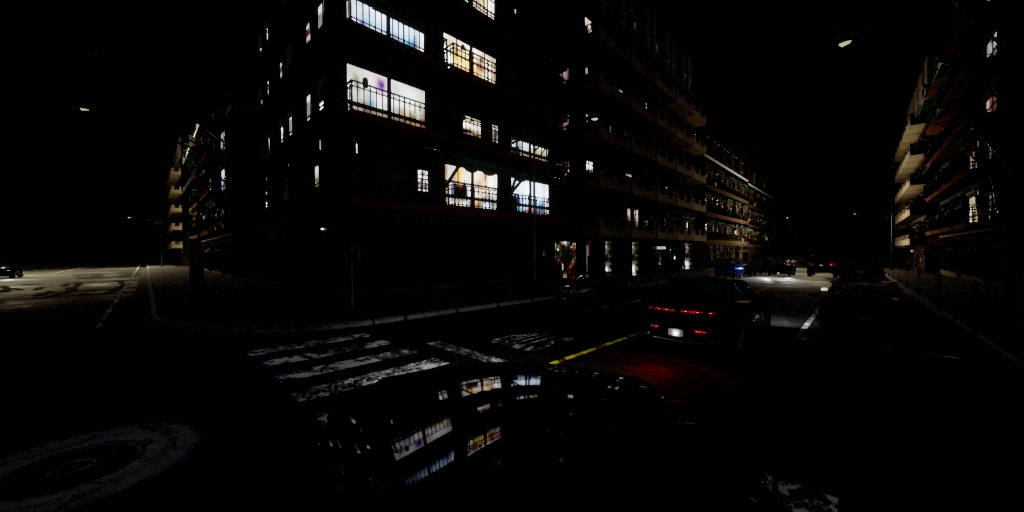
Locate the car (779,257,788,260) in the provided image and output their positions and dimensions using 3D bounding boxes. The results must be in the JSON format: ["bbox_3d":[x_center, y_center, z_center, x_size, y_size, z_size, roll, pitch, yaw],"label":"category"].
[{"bbox_3d":[34.958,1.034,48.025,2.192,1.841,5.009,0,0,44],"label":"car"}]

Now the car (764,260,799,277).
[{"bbox_3d":[27.197,1.326,36.123,1.895,1.301,4.718,0,0,44],"label":"car"}]

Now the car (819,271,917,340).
[{"bbox_3d":[9.689,1.290,9.857,1.888,1.381,4.507,0,0,44],"label":"car"}]

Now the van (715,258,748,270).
[{"bbox_3d":[19.232,1.067,31.717,1.690,1.789,3.998,0,0,44],"label":"van"}]

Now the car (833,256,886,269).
[{"bbox_3d":[21.268,1.051,21.819,2.192,1.841,5.009,0,0,44],"label":"car"}]

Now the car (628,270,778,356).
[{"bbox_3d":[4.891,1.249,8.765,1.837,1.490,4.892,0,0,44],"label":"car"}]

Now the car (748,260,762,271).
[{"bbox_3d":[23.171,1.306,35.787,1.802,1.307,4.207,0,0,44],"label":"car"}]

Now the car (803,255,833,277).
[{"bbox_3d":[30.324,0.949,34.891,2.150,2.045,5.566,0,0,45],"label":"car"}]

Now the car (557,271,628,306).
[{"bbox_3d":[3.693,1.319,15.665,1.802,1.307,4.207,0,0,44],"label":"car"}]

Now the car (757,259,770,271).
[{"bbox_3d":[27.108,1.304,39.858,1.802,1.307,4.207,0,0,44],"label":"car"}]

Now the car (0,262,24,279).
[{"bbox_3d":[-45.468,1.273,31.918,4.674,1.442,1.812,0,1,44],"label":"car"}]

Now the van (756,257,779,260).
[{"bbox_3d":[31.039,1.061,43.937,1.690,1.789,3.998,0,0,44],"label":"van"}]

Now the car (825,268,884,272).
[{"bbox_3d":[13.390,1.307,13.681,1.948,1.339,4.313,0,0,44],"label":"car"}]
